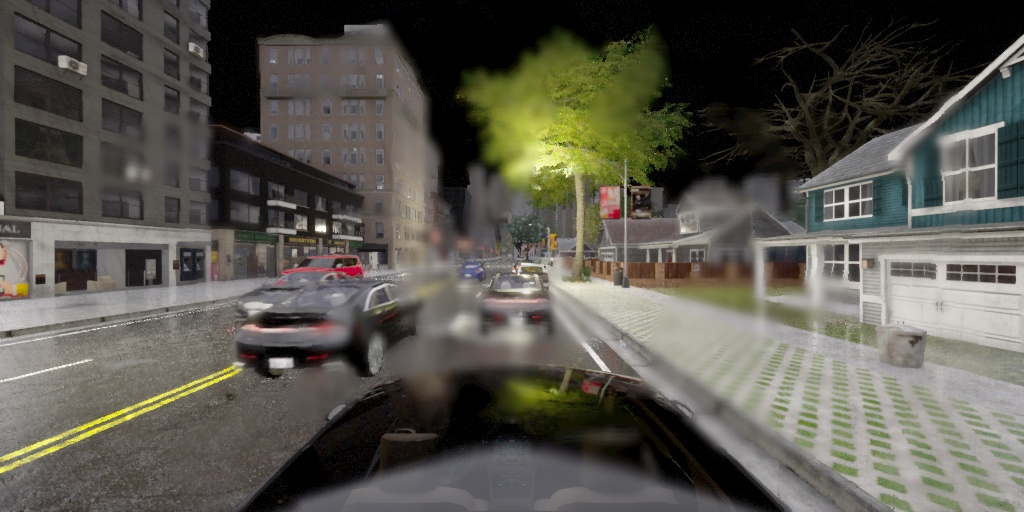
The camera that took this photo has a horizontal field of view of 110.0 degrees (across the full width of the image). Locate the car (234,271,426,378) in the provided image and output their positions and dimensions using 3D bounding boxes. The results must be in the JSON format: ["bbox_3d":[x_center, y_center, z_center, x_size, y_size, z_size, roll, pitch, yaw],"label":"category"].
[{"bbox_3d":[-3.125,1.240,7.301,2.128,1.511,4.902,0,0,0],"label":"car"}]

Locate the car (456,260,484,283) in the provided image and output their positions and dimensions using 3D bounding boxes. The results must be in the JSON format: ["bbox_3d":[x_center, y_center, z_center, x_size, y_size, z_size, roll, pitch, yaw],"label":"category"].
[{"bbox_3d":[-3.032,1.257,27.848,1.812,1.442,4.674,0,0,0],"label":"car"}]

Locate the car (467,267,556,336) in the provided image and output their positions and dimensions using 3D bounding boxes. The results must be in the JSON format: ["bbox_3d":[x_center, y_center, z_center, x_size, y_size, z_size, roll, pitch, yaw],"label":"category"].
[{"bbox_3d":[0.138,1.238,10.384,2.128,1.511,4.902,0,0,0],"label":"car"}]

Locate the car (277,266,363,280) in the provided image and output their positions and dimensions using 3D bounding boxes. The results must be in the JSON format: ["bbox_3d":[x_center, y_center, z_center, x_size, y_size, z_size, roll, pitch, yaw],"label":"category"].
[{"bbox_3d":[-6.554,1.238,11.667,2.128,1.511,4.902,0,0,0],"label":"car"}]

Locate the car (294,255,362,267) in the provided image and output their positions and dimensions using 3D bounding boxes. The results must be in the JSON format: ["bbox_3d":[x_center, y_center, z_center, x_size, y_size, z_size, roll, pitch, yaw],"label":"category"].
[{"bbox_3d":[-9.774,0.962,18.874,2.150,2.045,5.566,0,0,0],"label":"car"}]

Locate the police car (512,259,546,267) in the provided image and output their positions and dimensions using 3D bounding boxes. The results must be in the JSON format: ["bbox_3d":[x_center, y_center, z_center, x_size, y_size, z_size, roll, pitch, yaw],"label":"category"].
[{"bbox_3d":[1.059,1.164,20.633,1.930,1.638,5.238,0,0,0],"label":"police car"}]
